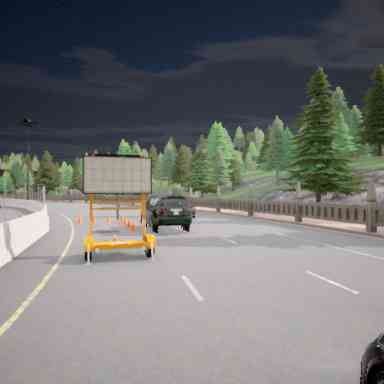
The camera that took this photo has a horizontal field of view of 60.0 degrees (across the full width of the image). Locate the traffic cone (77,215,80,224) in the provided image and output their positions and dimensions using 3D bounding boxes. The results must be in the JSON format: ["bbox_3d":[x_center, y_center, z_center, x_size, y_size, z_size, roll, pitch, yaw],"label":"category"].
[{"bbox_3d":[-8.038,1.955,23.823,0.340,0.580,0.340,0,0,-18],"label":"traffic cone"}]

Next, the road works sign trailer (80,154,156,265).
[{"bbox_3d":[-2.658,0.464,11.892,2.380,3.560,2.880,0,0,-18],"label":"road works sign trailer"}]

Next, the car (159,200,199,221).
[{"bbox_3d":[-1.197,1.503,28.493,1.837,1.490,4.892,0,-1,-22],"label":"car"}]

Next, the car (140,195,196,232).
[{"bbox_3d":[-1.722,1.221,20.264,2.150,2.045,5.566,0,0,-19],"label":"car"}]

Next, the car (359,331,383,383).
[{"bbox_3d":[2.928,1.563,1.773,1.994,1.385,4.181,0,0,-10],"label":"car"}]
